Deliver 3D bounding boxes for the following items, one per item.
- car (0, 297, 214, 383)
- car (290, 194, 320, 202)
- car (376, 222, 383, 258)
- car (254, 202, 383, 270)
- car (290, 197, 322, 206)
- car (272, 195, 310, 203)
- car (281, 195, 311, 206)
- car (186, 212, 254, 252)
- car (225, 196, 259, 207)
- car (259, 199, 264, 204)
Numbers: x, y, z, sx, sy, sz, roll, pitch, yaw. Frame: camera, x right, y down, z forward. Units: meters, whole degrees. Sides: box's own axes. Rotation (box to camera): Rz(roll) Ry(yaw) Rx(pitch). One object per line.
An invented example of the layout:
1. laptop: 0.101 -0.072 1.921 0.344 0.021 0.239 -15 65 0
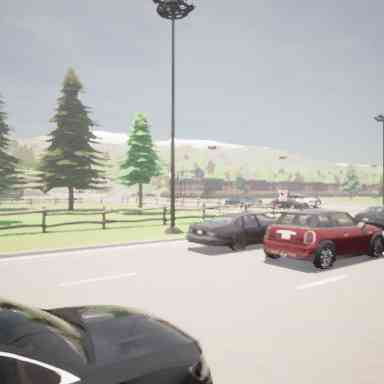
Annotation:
1. car: -2.051 1.504 2.285 4.892 1.490 1.837 0 0 -35
2. car: 15.286 1.293 47.328 2.150 2.045 5.566 0 0 -35
3. car: 6.965 1.545 8.709 4.674 1.442 1.812 0 0 -35
4. car: 4.575 1.369 11.306 4.553 1.767 2.097 0 0 -35
5. car: 20.556 1.640 60.155 2.033 1.411 5.357 0 0 -35
6. car: 12.889 1.571 44.643 1.837 1.490 4.892 0 0 -35
7. car: 18.006 1.438 57.696 2.097 1.767 4.553 0 0 -35
8. car: 2.329 1.565 14.004 5.357 1.411 2.033 0 0 -35
9. car: 7.481 1.613 52.349 2.033 1.411 5.357 0 0 -35
10. car: 9.772 1.424 55.190 2.097 1.767 4.553 0 0 -35
